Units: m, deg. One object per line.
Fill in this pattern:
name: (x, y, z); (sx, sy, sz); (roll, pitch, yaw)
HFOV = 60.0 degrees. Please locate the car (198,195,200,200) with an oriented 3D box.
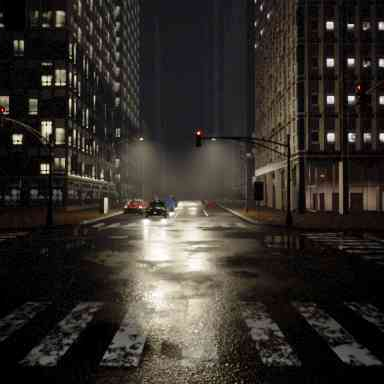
car: (2.666, 1.590, 61.729); (1.947, 1.339, 4.313); (1, 0, 0)

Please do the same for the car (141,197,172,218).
car: (-3.117, 1.516, 30.362); (1.837, 1.490, 4.892); (0, 0, 0)

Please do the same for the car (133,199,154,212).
car: (-5.701, 1.597, 39.354); (1.802, 1.307, 4.206); (1, 0, 0)

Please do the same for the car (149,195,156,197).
car: (-5.699, 1.332, 44.929); (2.192, 1.841, 5.009); (1, 0, 0)

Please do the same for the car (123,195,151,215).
car: (-5.694, 1.453, 33.778); (1.967, 1.590, 4.097); (1, 0, 0)

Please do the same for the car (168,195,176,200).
car: (-5.735, 1.605, 95.105); (1.947, 1.339, 4.313); (1, 0, 0)

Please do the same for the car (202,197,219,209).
car: (2.676, 1.599, 44.996); (1.802, 1.307, 4.206); (1, 0, 0)

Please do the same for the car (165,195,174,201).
car: (-5.727, 1.578, 83.955); (1.887, 1.381, 4.507); (1, 0, 0)

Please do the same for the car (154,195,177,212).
car: (-3.121, 1.493, 39.867); (1.882, 1.535, 5.008); (0, 0, 0)

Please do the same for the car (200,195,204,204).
car: (2.671, 1.547, 56.322); (1.752, 1.417, 4.829); (1, 0, 0)

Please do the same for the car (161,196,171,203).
car: (-5.720, 1.573, 72.804); (1.887, 1.381, 4.507); (1, 0, 0)

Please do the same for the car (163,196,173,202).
car: (-5.724, 1.582, 78.380); (2.008, 1.369, 4.403); (1, 0, 0)

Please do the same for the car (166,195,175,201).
car: (-5.731, 1.587, 89.530); (2.008, 1.369, 4.403); (1, 0, 0)
